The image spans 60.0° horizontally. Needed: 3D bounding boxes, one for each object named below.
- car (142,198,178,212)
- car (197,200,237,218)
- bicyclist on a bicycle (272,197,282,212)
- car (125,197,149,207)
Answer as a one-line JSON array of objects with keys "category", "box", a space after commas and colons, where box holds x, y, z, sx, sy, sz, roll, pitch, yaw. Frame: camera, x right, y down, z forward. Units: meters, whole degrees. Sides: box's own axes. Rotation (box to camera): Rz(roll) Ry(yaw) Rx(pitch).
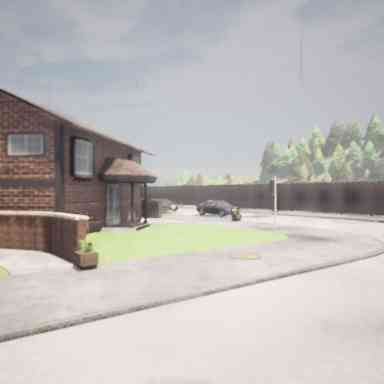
[{"category": "car", "box": [-3.441, 1.492, 38.593, 2.128, 1.511, 4.902, 0, 0, -35]}, {"category": "car", "box": [2.388, 1.493, 30.421, 2.128, 1.511, 4.902, 0, 0, -36]}, {"category": "bicyclist on a bicycle", "box": [9.070, 1.351, 35.515, 1.656, 1.620, 0.582, 0, 0, -36]}, {"category": "car", "box": [-8.872, 1.526, 53.341, 1.812, 1.442, 4.674, 0, 0, -35]}]
